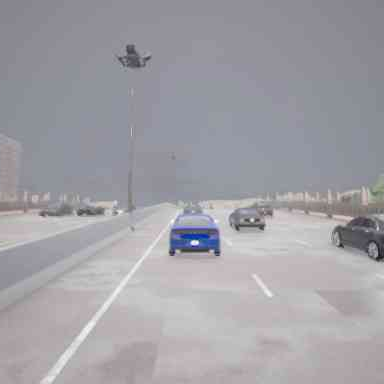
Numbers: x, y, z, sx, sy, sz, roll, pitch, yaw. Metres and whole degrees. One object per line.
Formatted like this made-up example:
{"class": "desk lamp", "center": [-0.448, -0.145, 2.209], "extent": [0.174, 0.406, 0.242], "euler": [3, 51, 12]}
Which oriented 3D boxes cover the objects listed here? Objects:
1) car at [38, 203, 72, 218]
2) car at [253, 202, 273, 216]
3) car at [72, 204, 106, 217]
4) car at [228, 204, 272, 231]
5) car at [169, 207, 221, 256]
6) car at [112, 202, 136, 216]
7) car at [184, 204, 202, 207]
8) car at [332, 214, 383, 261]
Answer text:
{"class": "car", "center": [-14.093, 1.881, 34.898], "extent": [2.033, 1.411, 5.357], "euler": [0, -1, 0]}
{"class": "car", "center": [7.104, 1.824, 34.681], "extent": [2.128, 1.511, 4.902], "euler": [0, -1, 0]}
{"class": "car", "center": [-10.592, 1.937, 35.059], "extent": [1.895, 1.301, 4.718], "euler": [0, -1, 0]}
{"class": "car", "center": [3.602, 1.762, 22.417], "extent": [2.033, 1.411, 5.357], "euler": [0, -1, 0]}
{"class": "car", "center": [0.101, 1.610, 13.829], "extent": [1.882, 1.535, 5.008], "euler": [0, 0, 0]}
{"class": "car", "center": [-7.090, 1.827, 35.170], "extent": [2.128, 1.511, 4.902], "euler": [0, 0, 0]}
{"class": "car", "center": [0.104, 1.894, 34.510], "extent": [1.994, 1.385, 4.181], "euler": [0, -1, 0]}
{"class": "car", "center": [7.101, 1.627, 12.768], "extent": [1.837, 1.490, 4.892], "euler": [0, 0, 0]}
